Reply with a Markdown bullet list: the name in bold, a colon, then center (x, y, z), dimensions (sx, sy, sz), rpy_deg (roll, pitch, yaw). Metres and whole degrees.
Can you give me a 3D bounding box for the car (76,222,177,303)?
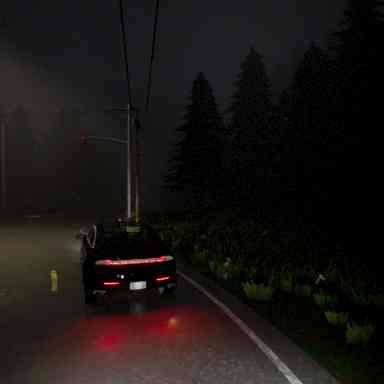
- **car**: center (-1.789, 1.492, 8.351), dimensions (2.128, 1.511, 4.902), rpy_deg (0, 0, -19)
